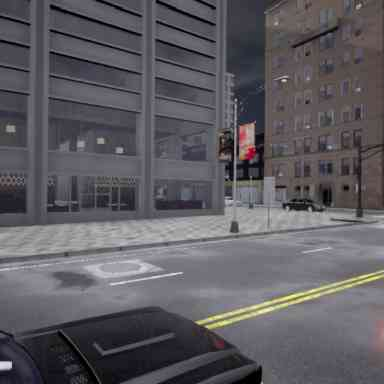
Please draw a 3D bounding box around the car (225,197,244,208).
[{"bbox_3d":[4.976,1.372,45.486,1.812,1.442,4.674,1,0,-35],"label":"car"}]

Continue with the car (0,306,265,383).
[{"bbox_3d":[-1.674,1.601,2.197,4.718,1.301,1.895,0,0,-35],"label":"car"}]

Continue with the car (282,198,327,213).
[{"bbox_3d":[11.935,1.402,35.605,1.837,1.490,4.892,1,0,-35],"label":"car"}]
